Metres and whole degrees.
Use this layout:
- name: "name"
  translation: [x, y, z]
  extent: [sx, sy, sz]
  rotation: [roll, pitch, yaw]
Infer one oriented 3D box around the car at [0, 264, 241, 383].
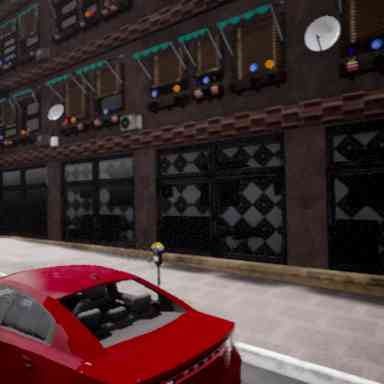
- name: "car"
  translation: [-1.635, 1.546, 3.913]
  extent: [4.507, 1.381, 1.887]
  rotation: [0, -1, 36]
